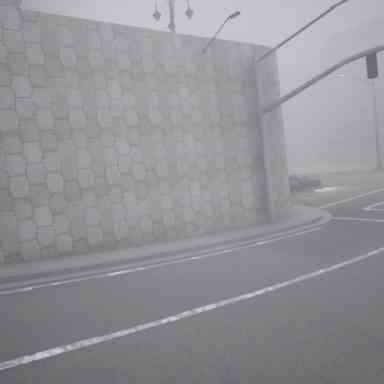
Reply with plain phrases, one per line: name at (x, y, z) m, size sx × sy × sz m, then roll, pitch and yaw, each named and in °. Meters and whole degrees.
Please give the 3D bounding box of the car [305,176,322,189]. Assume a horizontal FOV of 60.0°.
car at (9.637, -0.913, 30.415) m, size 1.994 × 1.385 × 4.181 m, roll -10°, pitch 6°, yaw -34°

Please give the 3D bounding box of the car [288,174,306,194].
car at (6.816, -0.609, 28.352) m, size 2.097 × 1.767 × 4.553 m, roll -10°, pitch 6°, yaw -35°
